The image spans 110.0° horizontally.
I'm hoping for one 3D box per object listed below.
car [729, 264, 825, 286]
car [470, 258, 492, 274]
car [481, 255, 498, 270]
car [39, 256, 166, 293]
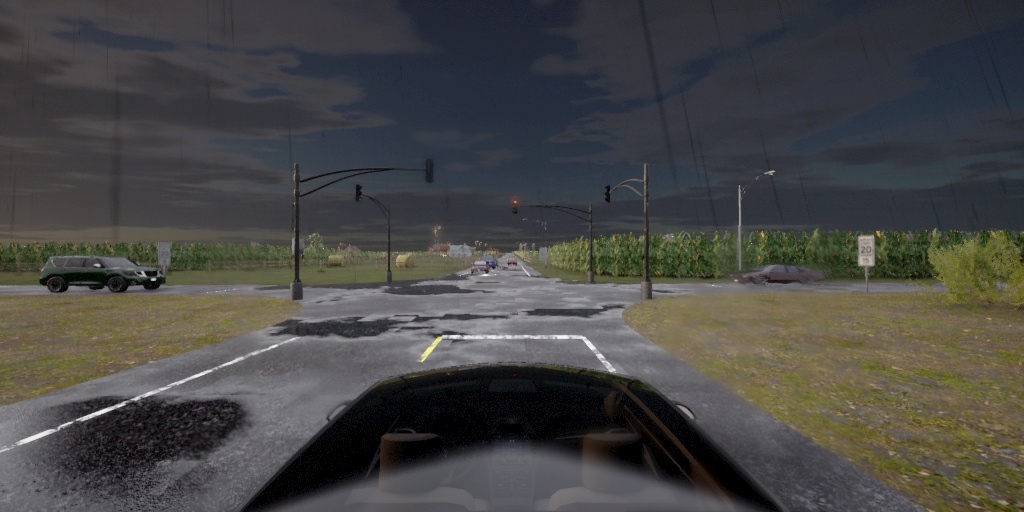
[{"bbox_3d":[17.586,1.242,23.880,5.357,1.411,2.033,0,0,0],"label":"car"},{"bbox_3d":[-3.602,1.247,41.255,1.812,1.442,4.674,0,0,0],"label":"car"},{"bbox_3d":[-3.591,0.925,52.832,2.150,2.045,5.566,0,0,0],"label":"car"},{"bbox_3d":[-23.373,1.007,20.590,5.566,2.045,2.150,0,0,0],"label":"car"}]
